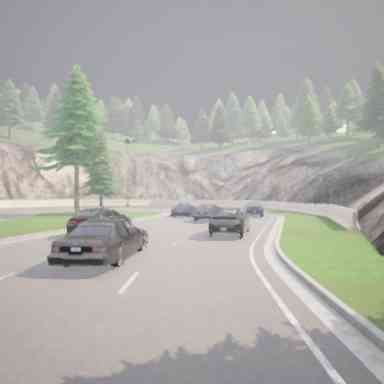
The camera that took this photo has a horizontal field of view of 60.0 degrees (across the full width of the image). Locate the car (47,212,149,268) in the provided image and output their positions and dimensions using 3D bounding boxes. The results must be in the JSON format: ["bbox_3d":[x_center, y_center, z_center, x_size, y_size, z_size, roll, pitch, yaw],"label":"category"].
[{"bbox_3d":[-2.947,1.641,11.605,2.033,1.411,5.357,0,0,5],"label":"car"}]

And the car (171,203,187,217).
[{"bbox_3d":[-0.797,1.840,34.487,1.994,1.385,4.181,0,0,12],"label":"car"}]

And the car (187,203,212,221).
[{"bbox_3d":[1.491,1.781,29.102,2.033,1.411,5.357,0,0,16],"label":"car"}]

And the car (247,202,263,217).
[{"bbox_3d":[6.454,1.809,35.365,1.812,1.442,4.674,0,0,6],"label":"car"}]

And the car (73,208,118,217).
[{"bbox_3d":[-5.030,1.655,18.625,1.837,1.490,4.892,0,0,14],"label":"car"}]

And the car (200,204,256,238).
[{"bbox_3d":[2.195,1.642,18.764,2.128,1.511,4.902,0,-1,15],"label":"car"}]
